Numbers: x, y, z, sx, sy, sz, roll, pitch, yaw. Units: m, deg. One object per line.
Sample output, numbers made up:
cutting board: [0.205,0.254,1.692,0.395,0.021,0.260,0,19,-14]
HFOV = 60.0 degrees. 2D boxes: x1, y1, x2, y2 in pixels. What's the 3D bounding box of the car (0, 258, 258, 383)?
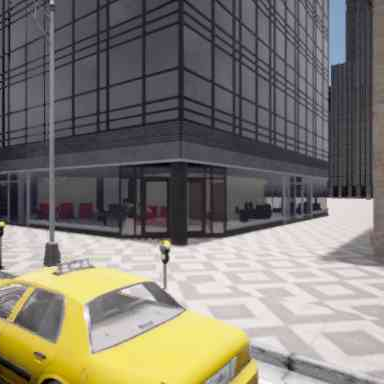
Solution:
car: [-1.634,1.510,4.139,4.829,1.417,1.752,0,0,36]
